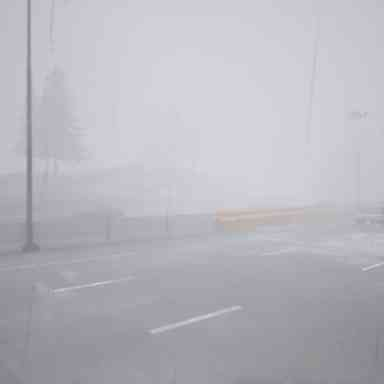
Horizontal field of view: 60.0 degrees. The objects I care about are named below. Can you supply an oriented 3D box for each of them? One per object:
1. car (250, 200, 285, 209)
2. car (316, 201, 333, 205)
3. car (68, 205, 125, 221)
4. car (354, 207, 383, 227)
[{"bbox_3d":[8.865,1.960,39.925,1.895,1.301,4.718,-1,-1,44],"label":"car"},{"bbox_3d":[17.567,1.897,44.023,1.994,1.385,4.181,-1,-1,44],"label":"car"},{"bbox_3d":[-8.144,1.869,28.716,4.902,1.511,2.128,0,-1,-40],"label":"car"},{"bbox_3d":[13.535,1.755,24.255,1.895,1.301,4.718,-1,-1,44],"label":"car"}]
